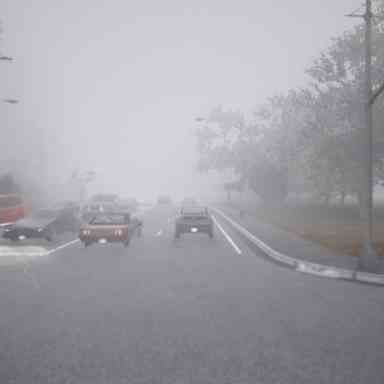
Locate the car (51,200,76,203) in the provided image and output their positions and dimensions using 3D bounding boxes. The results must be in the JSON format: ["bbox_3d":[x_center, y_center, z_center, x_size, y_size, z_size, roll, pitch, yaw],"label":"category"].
[{"bbox_3d":[-10.561,1.399,26.949,1.882,1.535,5.008,0,0,1],"label":"car"}]

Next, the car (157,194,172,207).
[{"bbox_3d":[-3.989,1.129,47.937,2.097,1.767,4.553,0,1,-4],"label":"car"}]

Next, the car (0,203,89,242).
[{"bbox_3d":[-7.097,1.505,16.536,2.033,1.411,5.357,0,0,0],"label":"car"}]

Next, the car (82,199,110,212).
[{"bbox_3d":[-10.608,1.465,37.035,1.895,1.301,4.718,0,0,-1],"label":"car"}]

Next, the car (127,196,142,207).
[{"bbox_3d":[-7.103,1.343,36.902,1.882,1.535,5.008,0,0,-1],"label":"car"}]

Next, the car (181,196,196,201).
[{"bbox_3d":[-0.528,1.336,48.664,1.994,1.385,4.181,0,1,-4],"label":"car"}]

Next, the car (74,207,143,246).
[{"bbox_3d":[-3.399,1.562,14.899,1.895,1.301,4.718,0,0,0],"label":"car"}]

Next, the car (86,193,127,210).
[{"bbox_3d":[-7.052,1.144,26.713,2.150,2.045,5.566,0,0,-1],"label":"car"}]

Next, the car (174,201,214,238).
[{"bbox_3d":[0.100,1.459,17.529,1.837,1.490,4.892,0,0,0],"label":"car"}]

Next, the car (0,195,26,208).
[{"bbox_3d":[-10.595,1.178,17.063,2.150,2.045,5.566,0,0,0],"label":"car"}]

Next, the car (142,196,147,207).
[{"bbox_3d":[-7.450,1.309,47.172,1.812,1.442,4.674,0,1,-3],"label":"car"}]
